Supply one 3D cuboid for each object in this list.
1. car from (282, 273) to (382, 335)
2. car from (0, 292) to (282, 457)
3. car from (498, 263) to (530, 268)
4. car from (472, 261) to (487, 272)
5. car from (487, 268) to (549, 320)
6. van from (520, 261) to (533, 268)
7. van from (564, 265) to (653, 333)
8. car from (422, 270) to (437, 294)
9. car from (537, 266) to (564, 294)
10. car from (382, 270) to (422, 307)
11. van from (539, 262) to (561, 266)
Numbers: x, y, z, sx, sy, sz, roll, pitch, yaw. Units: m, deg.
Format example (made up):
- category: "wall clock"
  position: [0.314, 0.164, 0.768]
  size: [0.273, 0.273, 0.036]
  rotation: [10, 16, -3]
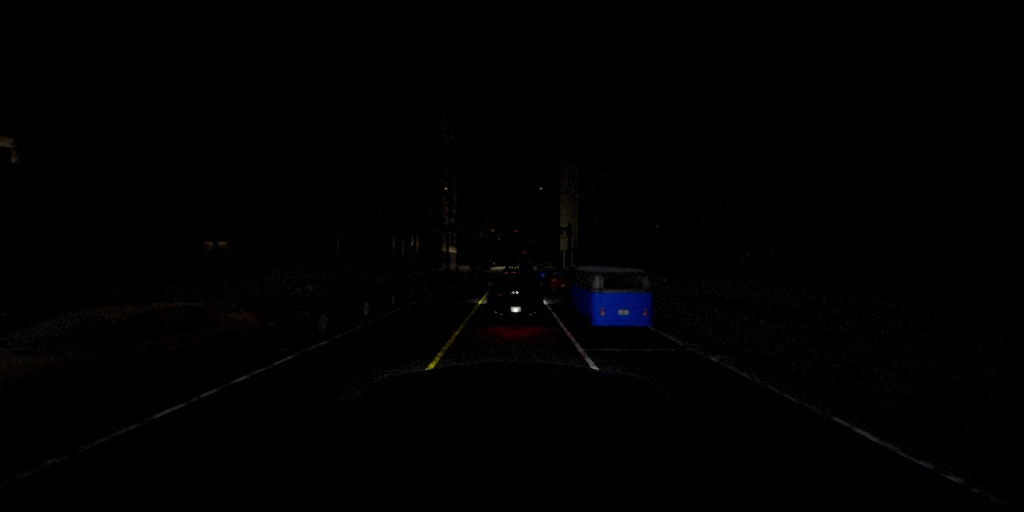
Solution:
- category: "car"
  position: [-5.765, 1.390, 10.821]
  size: [1.888, 1.381, 4.507]
  rotation: [0, 0, 0]
- category: "car"
  position: [-5.772, 1.312, 5.126]
  size: [1.751, 1.417, 4.829]
  rotation: [0, 0, 0]
- category: "car"
  position: [0.141, 1.536, 29.701]
  size: [2.128, 1.511, 4.902]
  rotation: [0, -1, 0]
- category: "car"
  position: [-5.681, 1.903, 59.791]
  size: [1.751, 1.417, 4.829]
  rotation: [0, 0, 0]
- category: "car"
  position: [0.117, 1.377, 13.285]
  size: [1.837, 1.490, 4.892]
  rotation: [0, 0, 0]
- category: "van"
  position: [2.859, 1.780, 65.346]
  size: [1.690, 1.789, 3.998]
  rotation: [0, 0, 0]
- category: "van"
  position: [2.786, 1.186, 10.791]
  size: [1.690, 1.789, 3.998]
  rotation: [0, 0, 0]
- category: "car"
  position: [-5.750, 1.506, 21.871]
  size: [1.888, 1.381, 4.507]
  rotation: [0, 0, 0]
- category: "car"
  position: [2.805, 1.506, 21.839]
  size: [1.888, 1.381, 4.507]
  rotation: [0, 0, 0]
- category: "car"
  position: [-5.757, 1.447, 16.346]
  size: [1.888, 1.381, 4.507]
  rotation: [0, 0, 0]
- category: "van"
  position: [2.814, 1.361, 27.364]
  size: [1.690, 1.789, 3.998]
  rotation: [0, 0, 0]
